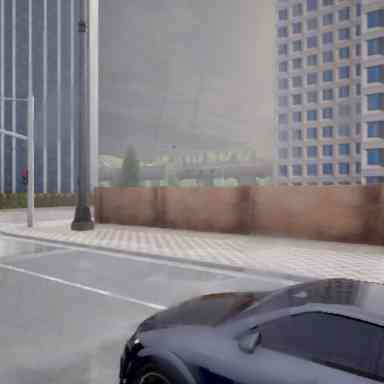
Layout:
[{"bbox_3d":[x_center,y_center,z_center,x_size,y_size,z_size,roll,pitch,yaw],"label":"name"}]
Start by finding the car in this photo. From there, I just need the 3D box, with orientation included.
[{"bbox_3d":[1.288,1.564,3.075,4.181,1.385,1.994,0,0,36],"label":"car"}]
